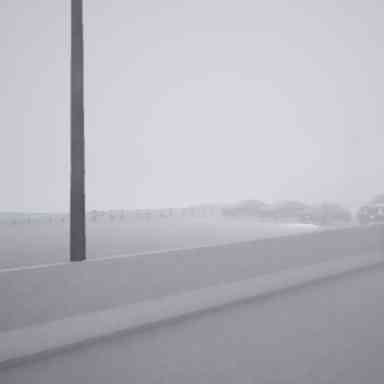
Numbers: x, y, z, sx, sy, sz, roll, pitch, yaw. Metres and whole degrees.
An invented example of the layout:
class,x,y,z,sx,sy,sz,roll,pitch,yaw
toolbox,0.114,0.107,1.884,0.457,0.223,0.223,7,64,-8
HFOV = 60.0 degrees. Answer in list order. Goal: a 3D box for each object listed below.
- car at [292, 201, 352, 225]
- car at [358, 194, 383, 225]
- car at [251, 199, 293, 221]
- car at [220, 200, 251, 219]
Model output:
class,x,y,z,sx,sy,sz,roll,pitch,yaw
car,9.390,1.479,23.490,4.181,1.385,1.994,0,0,-35
car,13.196,1.149,21.880,5.566,2.045,2.150,0,0,-35
car,7.360,1.392,26.341,5.008,1.535,1.882,0,0,-35
car,4.685,1.395,28.741,5.008,1.535,1.882,0,0,-35
